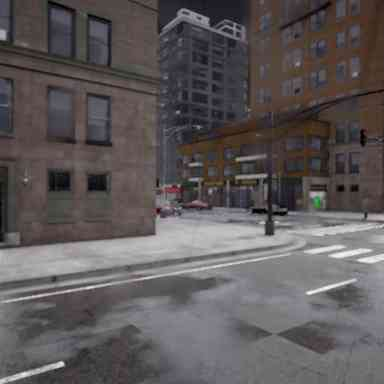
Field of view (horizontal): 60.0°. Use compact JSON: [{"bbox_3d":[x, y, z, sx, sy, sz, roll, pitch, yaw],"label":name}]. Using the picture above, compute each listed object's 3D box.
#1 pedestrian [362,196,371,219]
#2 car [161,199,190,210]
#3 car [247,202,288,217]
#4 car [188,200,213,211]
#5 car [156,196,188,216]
[{"bbox_3d":[14.131,1.206,27.017,0.375,1.860,0.375,0,0,-35],"label":"pedestrian"},{"bbox_3d":[-2.341,1.612,45.381,1.947,1.339,4.313,0,0,-35],"label":"car"},{"bbox_3d":[7.189,1.613,31.871,1.947,1.339,4.313,0,0,-35],"label":"car"},{"bbox_3d":[0.835,1.627,40.878,1.802,1.307,4.206,0,0,-35],"label":"car"},{"bbox_3d":[-2.544,1.443,31.749,1.967,1.590,4.097,0,0,-35],"label":"car"}]
